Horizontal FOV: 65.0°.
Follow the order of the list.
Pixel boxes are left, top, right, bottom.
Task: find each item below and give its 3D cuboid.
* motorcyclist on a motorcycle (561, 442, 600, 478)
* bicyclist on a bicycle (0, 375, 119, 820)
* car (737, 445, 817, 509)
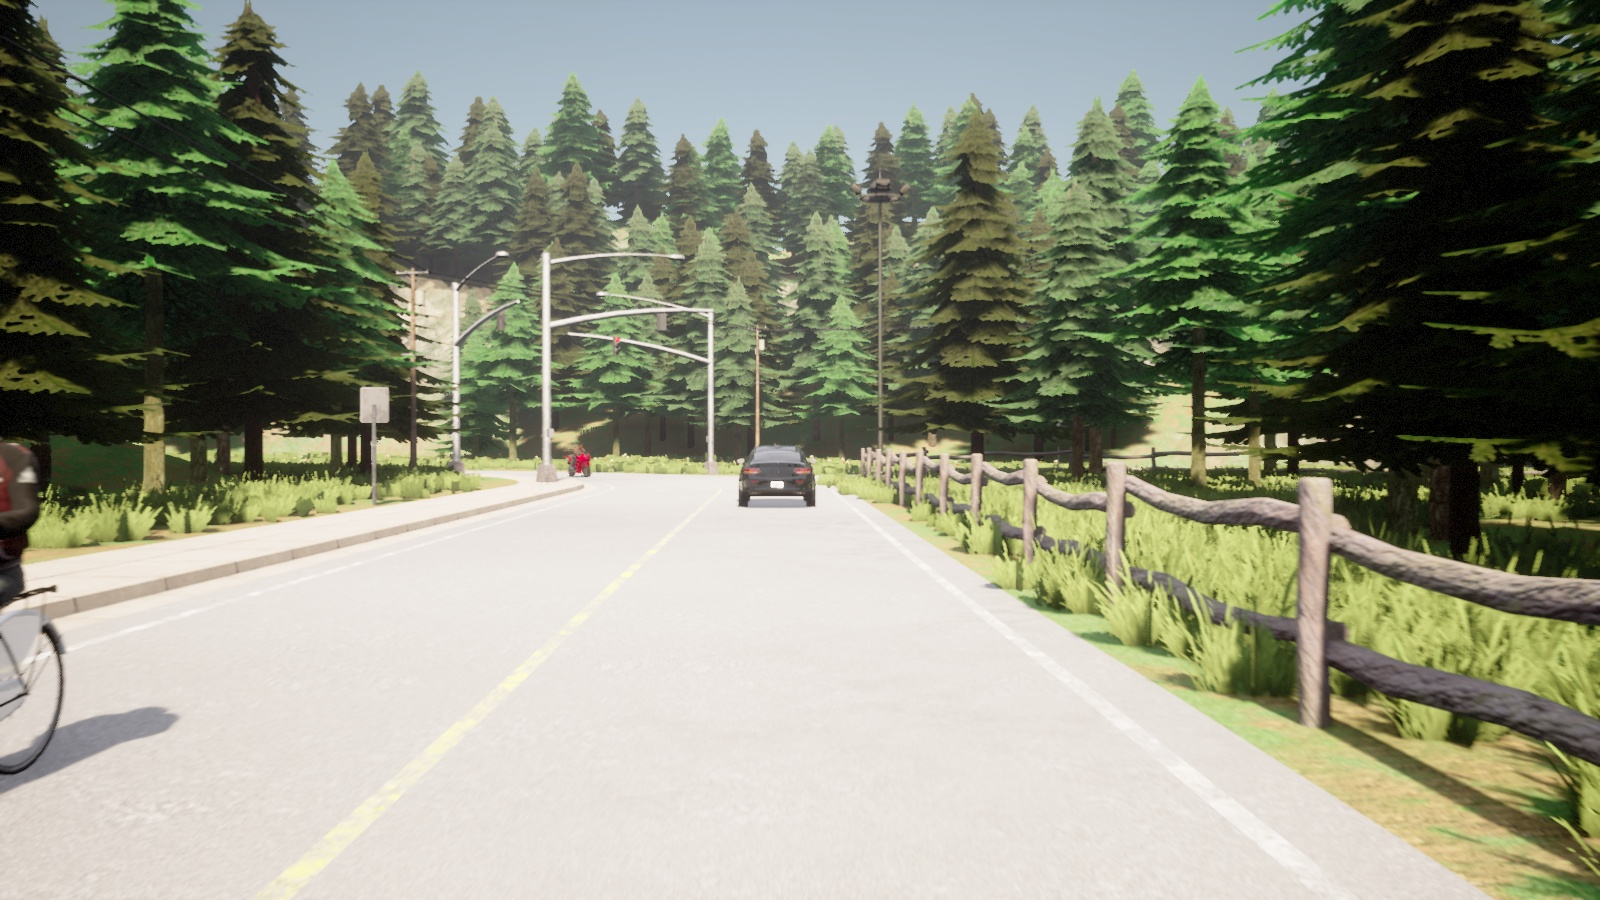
[{"bbox_3d":[-9.484,0.423,54.312,0.797,1.523,2.044,-1,1,-37],"label":"motorcyclist on a motorcycle"},{"bbox_3d":[-3.519,0.587,4.973,0.659,1.776,1.843,0,0,-1],"label":"bicyclist on a bicycle"},{"bbox_3d":[-0.560,0.607,30.674,1.812,1.442,4.674,0,0,-1],"label":"car"}]
